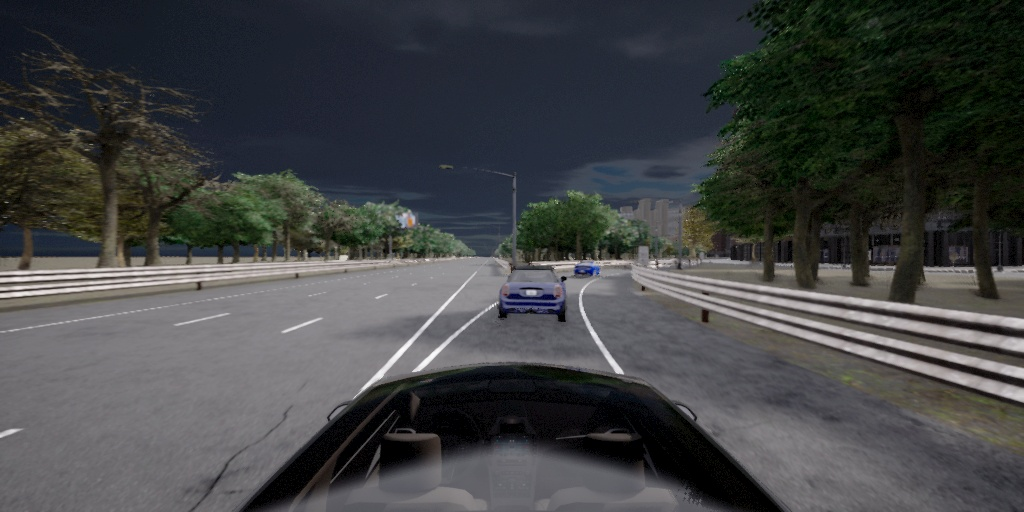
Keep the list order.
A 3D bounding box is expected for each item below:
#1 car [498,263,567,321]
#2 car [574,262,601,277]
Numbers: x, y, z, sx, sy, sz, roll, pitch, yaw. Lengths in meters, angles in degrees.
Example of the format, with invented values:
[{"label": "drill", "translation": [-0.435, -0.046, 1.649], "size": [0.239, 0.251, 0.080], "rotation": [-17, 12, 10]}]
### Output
[{"label": "car", "translation": [0.870, 1.113, 12.784], "size": [2.097, 1.767, 4.553], "rotation": [0, 0, 8]}, {"label": "car", "translation": [7.675, 1.300, 36.275], "size": [1.882, 1.535, 5.008], "rotation": [0, 0, 24]}]
